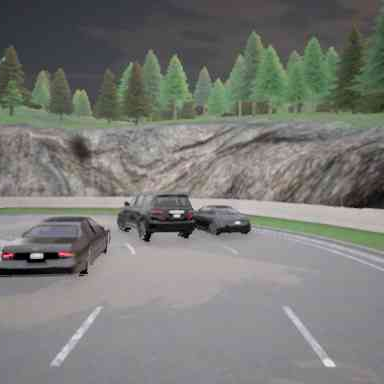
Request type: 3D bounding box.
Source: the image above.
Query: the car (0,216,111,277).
[{"bbox_3d":[-3.676,1.436,9.859,2.033,1.411,5.357,0,1,-5],"label":"car"}]

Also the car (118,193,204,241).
[{"bbox_3d":[-1.850,1.042,15.927,2.150,2.045,5.566,1,0,-27],"label":"car"}]

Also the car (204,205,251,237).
[{"bbox_3d":[1.153,1.372,17.146,1.994,1.385,4.181,0,1,-28],"label":"car"}]
